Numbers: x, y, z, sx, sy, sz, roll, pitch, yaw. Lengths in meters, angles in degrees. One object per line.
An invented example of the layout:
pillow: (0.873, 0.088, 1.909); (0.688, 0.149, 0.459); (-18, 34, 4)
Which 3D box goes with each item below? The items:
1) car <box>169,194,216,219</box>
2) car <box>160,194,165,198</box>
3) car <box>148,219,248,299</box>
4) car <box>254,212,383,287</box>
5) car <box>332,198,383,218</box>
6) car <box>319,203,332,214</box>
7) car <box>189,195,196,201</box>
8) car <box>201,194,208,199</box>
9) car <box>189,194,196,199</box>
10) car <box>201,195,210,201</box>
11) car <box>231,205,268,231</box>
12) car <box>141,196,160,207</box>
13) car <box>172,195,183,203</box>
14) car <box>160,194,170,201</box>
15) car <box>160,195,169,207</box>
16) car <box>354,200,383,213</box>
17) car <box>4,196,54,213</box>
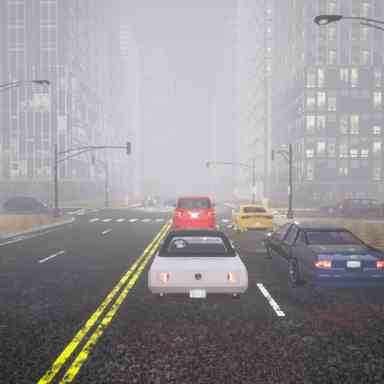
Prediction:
car: (0.118, 1.211, 18.143); (2.150, 2.045, 5.566); (0, 0, 0)
car: (-6.493, 1.429, 60.473); (1.882, 1.535, 5.008); (0, 0, -1)
car: (0.110, 1.597, 8.384); (1.895, 1.301, 4.718); (0, 0, 0)
car: (3.365, 1.543, 9.411); (2.033, 1.411, 5.357); (0, 0, 0)
car: (16.232, 1.517, 30.817); (5.009, 1.841, 2.192); (1, 0, 1)
car: (16.557, 1.588, 36.596); (5.008, 1.535, 1.882); (1, 1, 1)
car: (0.082, 1.438, 82.038); (1.812, 1.442, 4.674); (0, 0, 0)
car: (3.342, 1.262, 92.036); (1.812, 1.442, 4.674); (0, 0, 0)
car: (0.092, 1.262, 92.040); (1.812, 1.442, 4.674); (0, 0, 0)
car: (3.332, 1.454, 81.619); (2.033, 1.411, 5.357); (0, 0, 0)
car: (3.373, 1.467, 19.230); (1.882, 1.535, 5.008); (0, 0, 1)
car: (-6.544, 1.454, 50.799); (2.128, 1.511, 4.902); (0, 0, 0)
car: (-3.179, 1.462, 71.581); (2.128, 1.511, 4.902); (0, 0, 0)
car: (-6.420, 1.279, 80.673); (2.097, 1.767, 4.553); (0, 0, 0)
car: (-3.288, 1.526, 51.233); (1.994, 1.385, 4.181); (0, 0, 0)
car: (21.849, 1.640, 39.098); (4.829, 1.417, 1.752); (1, 0, 1)
car: (-16.565, 1.219, 33.964); (4.553, 1.767, 2.097); (1, 1, 1)
